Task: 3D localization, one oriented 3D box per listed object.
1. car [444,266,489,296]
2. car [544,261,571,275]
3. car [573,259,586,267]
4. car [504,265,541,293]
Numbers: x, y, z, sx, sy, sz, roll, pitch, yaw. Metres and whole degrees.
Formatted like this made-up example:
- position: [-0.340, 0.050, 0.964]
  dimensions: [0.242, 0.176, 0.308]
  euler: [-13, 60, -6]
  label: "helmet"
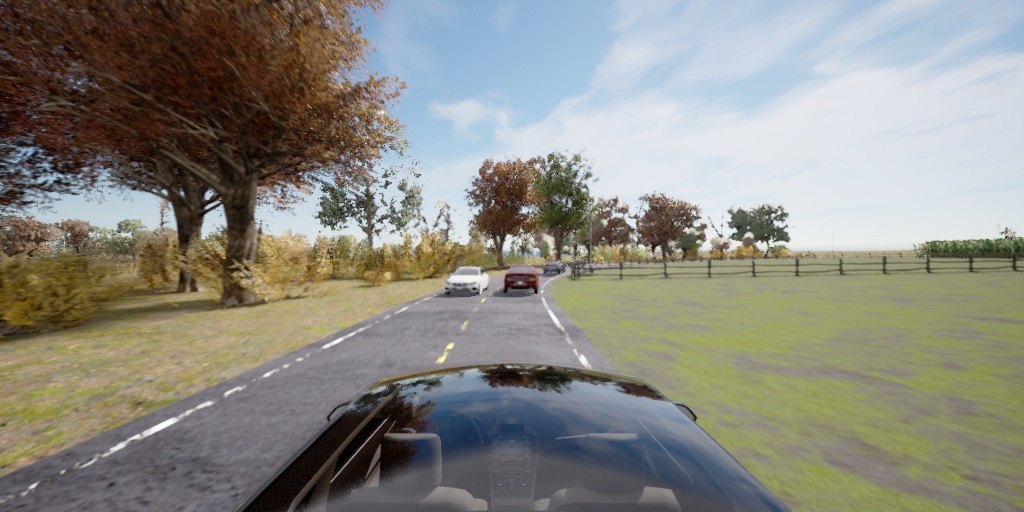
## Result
- position: [-2.385, 1.312, 19.919]
  dimensions: [1.812, 1.442, 4.674]
  euler: [0, 0, 5]
  label: "car"
- position: [4.913, 1.279, 40.579]
  dimensions: [2.128, 1.511, 4.902]
  euler: [0, 0, 19]
  label: "car"
- position: [10.582, 1.214, 59.310]
  dimensions: [1.895, 1.301, 4.718]
  euler: [0, 1, 32]
  label: "car"
- position: [0.676, 1.270, 21.343]
  dimensions: [1.882, 1.535, 5.008]
  euler: [0, 0, 6]
  label: "car"
